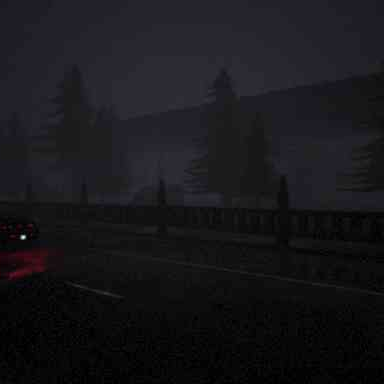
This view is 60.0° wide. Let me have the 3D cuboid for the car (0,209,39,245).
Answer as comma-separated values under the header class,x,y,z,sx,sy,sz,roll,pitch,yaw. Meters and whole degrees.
class,x,y,z,sx,sy,sz,roll,pitch,yaw
car,-8.564,1.511,14.394,4.892,1.490,1.837,0,0,35
